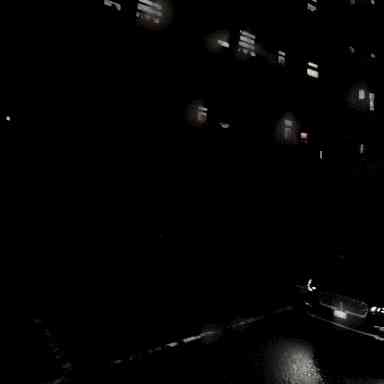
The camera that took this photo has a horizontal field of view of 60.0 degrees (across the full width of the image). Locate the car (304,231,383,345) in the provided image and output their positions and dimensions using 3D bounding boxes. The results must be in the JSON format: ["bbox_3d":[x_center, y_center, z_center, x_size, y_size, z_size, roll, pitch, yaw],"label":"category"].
[{"bbox_3d":[4.105,1.506,6.183,4.892,1.490,1.837,0,0,-35],"label":"car"}]
